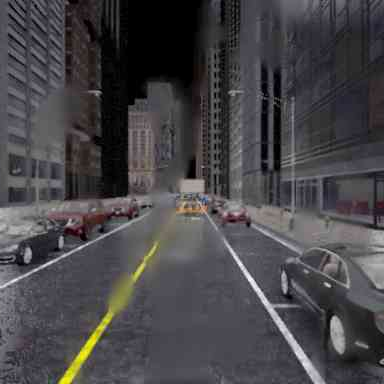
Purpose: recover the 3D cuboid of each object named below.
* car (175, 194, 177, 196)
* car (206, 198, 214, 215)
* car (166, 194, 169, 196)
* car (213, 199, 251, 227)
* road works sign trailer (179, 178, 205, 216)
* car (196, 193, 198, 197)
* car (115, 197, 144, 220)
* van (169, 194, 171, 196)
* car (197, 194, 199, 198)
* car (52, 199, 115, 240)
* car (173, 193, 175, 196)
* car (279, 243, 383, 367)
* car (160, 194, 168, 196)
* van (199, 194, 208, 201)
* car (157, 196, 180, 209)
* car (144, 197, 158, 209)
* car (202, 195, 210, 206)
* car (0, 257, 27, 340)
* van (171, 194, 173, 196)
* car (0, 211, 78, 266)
[{"bbox_3d":[-5.753,1.329,84.694,2.192,1.841,5.009,0,0,0],"label":"car"},{"bbox_3d":[2.765,1.569,33.930,1.947,1.339,4.313,0,0,0],"label":"car"},{"bbox_3d":[-5.755,1.535,61.960,1.752,1.417,4.829,0,0,0],"label":"car"},{"bbox_3d":[2.763,1.441,22.648,1.967,1.590,4.097,0,0,0],"label":"car"},{"bbox_3d":[0.005,0.467,31.316,2.380,3.560,2.880,0,0,0],"label":"road works sign trailer"},{"bbox_3d":[2.775,1.596,90.337,1.802,1.307,4.206,0,0,0],"label":"car"},{"bbox_3d":[-5.762,1.317,28.285,2.192,1.841,5.009,0,0,0],"label":"car"},{"bbox_3d":[-5.755,1.352,67.771,1.690,1.788,3.998,0,0,0],"label":"van"},{"bbox_3d":[2.774,1.595,84.696,1.802,1.307,4.206,0,0,0],"label":"car"},{"bbox_3d":[-5.763,1.315,17.004,2.192,1.841,5.009,0,0,0],"label":"car"},{"bbox_3d":[-5.753,1.453,79.052,1.967,1.590,4.097,0,0,0],"label":"car"},{"bbox_3d":[2.761,1.550,5.728,2.008,1.369,4.403,0,0,0],"label":"car"},{"bbox_3d":[-5.756,1.559,56.489,2.008,1.369,4.403,0,0,0],"label":"car"},{"bbox_3d":[2.770,1.351,67.774,1.690,1.788,3.998,0,0,0],"label":"van"},{"bbox_3d":[-3.079,1.570,44.265,1.994,1.385,4.181,0,0,0],"label":"car"},{"bbox_3d":[-5.758,1.572,45.208,1.947,1.339,4.313,0,0,0],"label":"car"},{"bbox_3d":[2.768,1.552,50.852,1.887,1.381,4.507,0,0,0],"label":"car"},{"bbox_3d":[-3.101,1.547,1.453,2.033,1.411,5.357,0,0,0],"label":"car"},{"bbox_3d":[-5.754,1.353,73.411,1.690,1.788,3.998,0,0,0],"label":"van"},{"bbox_3d":[-5.763,1.550,11.363,2.008,1.369,4.403,0,0,0],"label":"car"}]
